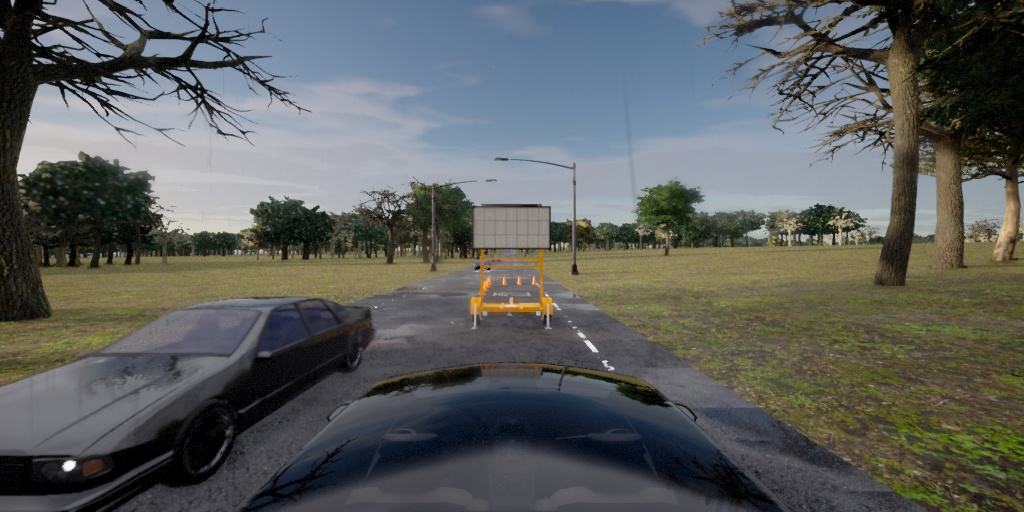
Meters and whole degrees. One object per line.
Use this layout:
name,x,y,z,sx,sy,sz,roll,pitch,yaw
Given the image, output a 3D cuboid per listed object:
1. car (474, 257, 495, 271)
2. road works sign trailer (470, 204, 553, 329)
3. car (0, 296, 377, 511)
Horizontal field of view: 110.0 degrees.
car,-3.645,1.100,45.449,2.033,1.411,5.357,0,1,0
road works sign trailer,-0.010,0.198,11.146,2.380,3.560,2.880,0,0,0
car,-3.603,1.294,4.874,2.033,1.411,5.357,0,0,0
